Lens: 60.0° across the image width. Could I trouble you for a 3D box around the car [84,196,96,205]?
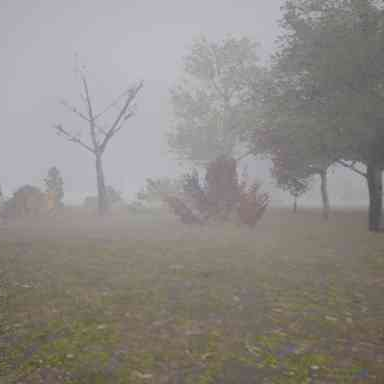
[{"bbox_3d":[-19.656,1.869,68.476,2.150,2.045,5.566,-2,-1,31],"label":"car"}]
